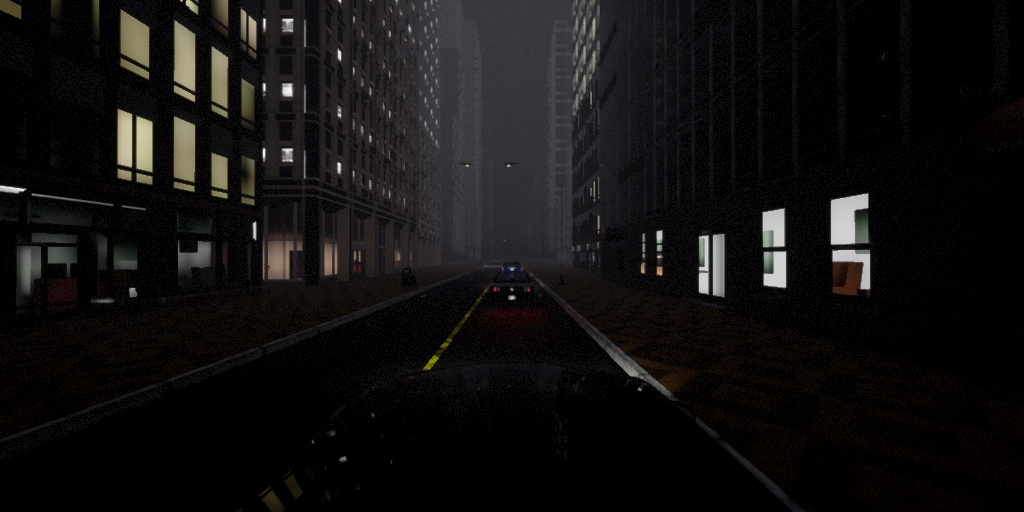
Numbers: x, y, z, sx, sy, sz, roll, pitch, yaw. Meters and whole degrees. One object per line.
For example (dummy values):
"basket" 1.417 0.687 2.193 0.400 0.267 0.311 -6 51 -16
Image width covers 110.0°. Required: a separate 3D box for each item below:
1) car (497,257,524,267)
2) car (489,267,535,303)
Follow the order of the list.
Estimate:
"car" -0.001 1.116 31.469 2.097 1.767 4.553 0 0 0
"car" 0.000 1.367 16.529 1.895 1.301 4.718 0 0 0
